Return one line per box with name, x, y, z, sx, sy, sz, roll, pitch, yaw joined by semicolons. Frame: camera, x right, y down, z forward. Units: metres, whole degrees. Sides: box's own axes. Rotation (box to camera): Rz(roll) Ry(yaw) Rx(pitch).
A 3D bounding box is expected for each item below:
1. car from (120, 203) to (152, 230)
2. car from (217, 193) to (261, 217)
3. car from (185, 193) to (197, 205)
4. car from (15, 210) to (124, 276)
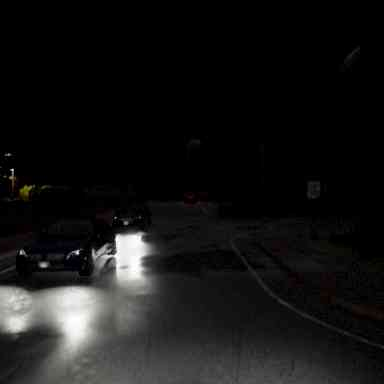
car;-3.656;1.453;21.012;2.128;1.511;4.902;0;0;0
car;4.061;1.122;28.789;1.905;1.878;3.866;-8;4;-42
car;-0.211;1.388;57.546;1.882;1.535;5.008;0;0;0
car;-3.633;1.517;10.477;1.812;1.442;4.674;0;0;0
